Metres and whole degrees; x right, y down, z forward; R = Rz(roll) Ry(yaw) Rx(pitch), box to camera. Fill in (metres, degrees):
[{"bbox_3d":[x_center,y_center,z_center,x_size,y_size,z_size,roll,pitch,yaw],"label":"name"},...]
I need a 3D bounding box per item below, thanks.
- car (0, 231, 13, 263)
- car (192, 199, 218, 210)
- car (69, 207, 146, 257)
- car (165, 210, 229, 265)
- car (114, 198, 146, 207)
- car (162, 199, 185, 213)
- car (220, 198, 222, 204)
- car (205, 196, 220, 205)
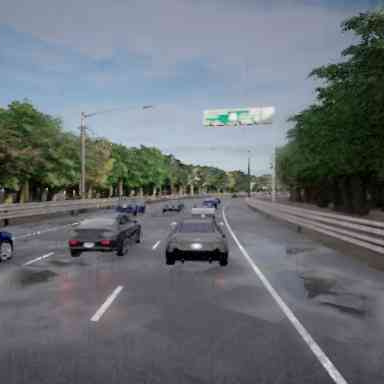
[{"bbox_3d":[-6.806,1.449,8.881,1.882,1.535,5.008,0,0,1],"label":"car"},{"bbox_3d":[1.027,1.576,28.474,1.895,1.301,4.718,0,0,4],"label":"car"},{"bbox_3d":[-3.176,1.507,12.814,1.812,1.442,4.674,0,0,2],"label":"car"},{"bbox_3d":[0.198,1.555,11.749,1.994,1.385,4.181,0,0,2],"label":"car"},{"bbox_3d":[-5.702,1.304,31.084,2.097,1.767,4.553,0,0,4],"label":"car"},{"bbox_3d":[-1.921,1.506,35.738,2.033,1.411,5.357,0,0,5],"label":"car"},{"bbox_3d":[4.068,1.445,57.787,1.837,1.490,4.892,0,0,8],"label":"car"},{"bbox_3d":[2.396,1.436,44.014,1.882,1.535,5.008,0,0,6],"label":"car"}]
